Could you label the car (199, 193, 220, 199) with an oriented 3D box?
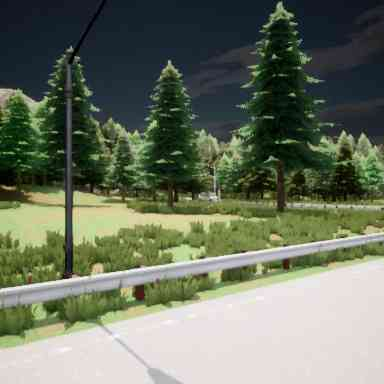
[{"bbox_3d":[3.395,1.298,64.856,2.150,2.045,5.566,0,0,-34],"label":"car"}]
